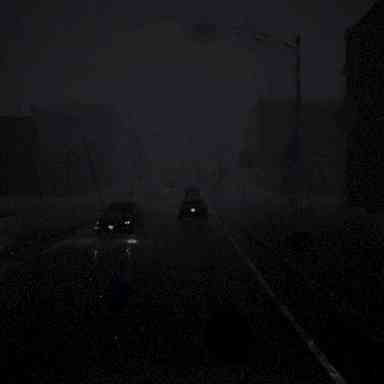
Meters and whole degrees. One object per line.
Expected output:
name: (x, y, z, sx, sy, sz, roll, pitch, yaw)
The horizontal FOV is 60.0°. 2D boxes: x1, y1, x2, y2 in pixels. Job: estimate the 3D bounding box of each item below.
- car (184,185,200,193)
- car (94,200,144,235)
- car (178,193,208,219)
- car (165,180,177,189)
car: (0.045, -0.184, 42.850, 1.882, 1.535, 5.008, 0, 4, 0)
car: (-3.621, 1.243, 17.245, 1.837, 1.490, 4.892, 0, 2, 0)
car: (0.070, 1.062, 23.704, 1.994, 1.385, 4.181, 0, 2, 0)
car: (-3.630, -1.344, 57.877, 1.882, 1.535, 5.008, 0, 4, 0)
